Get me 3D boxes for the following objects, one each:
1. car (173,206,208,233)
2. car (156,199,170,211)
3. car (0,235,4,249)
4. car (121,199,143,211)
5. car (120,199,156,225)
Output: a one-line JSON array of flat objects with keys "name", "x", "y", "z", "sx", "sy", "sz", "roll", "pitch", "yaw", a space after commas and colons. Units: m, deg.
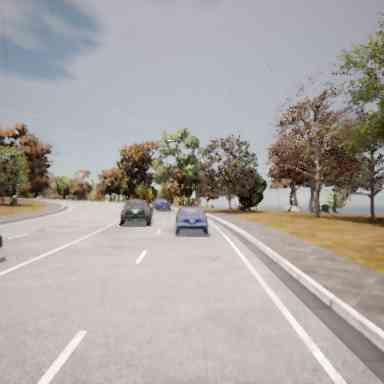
[{"name": "car", "x": -0.108, "y": 1.556, "z": 19.715, "sx": 2.033, "sy": 1.411, "sz": 5.357, "roll": 0, "pitch": 0, "yaw": -3}, {"name": "car", "x": -4.032, "y": 1.585, "z": 42.010, "sx": 1.812, "sy": 1.442, "sz": 4.674, "roll": 1, "pitch": 0, "yaw": -19}, {"name": "car", "x": -7.084, "y": 1.601, "z": 8.611, "sx": 1.895, "sy": 1.301, "sz": 4.718, "roll": 0, "pitch": 0, "yaw": 0}, {"name": "car", "x": -7.615, "y": 1.604, "z": 41.919, "sx": 1.895, "sy": 1.301, "sz": 4.718, "roll": 1, "pitch": 0, "yaw": -19}, {"name": "car", "x": -3.965, "y": 1.356, "z": 24.302, "sx": 2.097, "sy": 1.767, "sz": 4.553, "roll": 0, "pitch": 0, "yaw": -5}]
